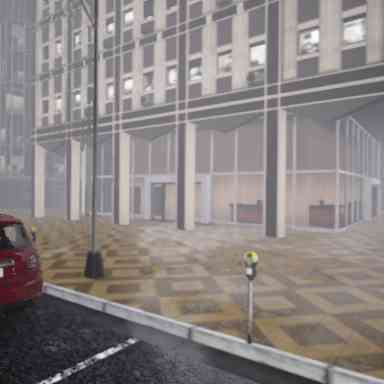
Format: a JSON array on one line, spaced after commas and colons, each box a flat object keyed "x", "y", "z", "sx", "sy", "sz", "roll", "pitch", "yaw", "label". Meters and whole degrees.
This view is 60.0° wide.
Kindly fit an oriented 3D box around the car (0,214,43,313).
[{"x": -4.903, "y": 1.318, "z": 6.403, "sx": 5.009, "sy": 1.841, "sz": 2.192, "roll": 0, "pitch": 0, "yaw": 36, "label": "car"}]
